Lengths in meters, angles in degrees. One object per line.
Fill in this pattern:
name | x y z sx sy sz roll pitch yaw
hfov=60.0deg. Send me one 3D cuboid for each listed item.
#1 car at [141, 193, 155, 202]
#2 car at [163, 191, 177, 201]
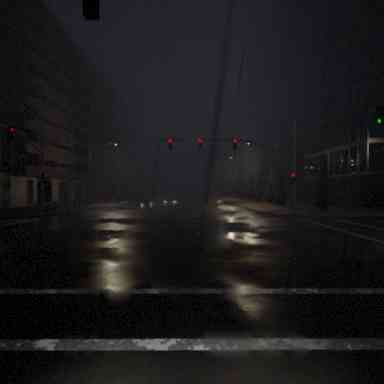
car | -7.327 0.833 55.230 1.812 1.442 4.674 0 1 1
car | -3.785 0.627 57.800 2.097 1.767 4.553 0 1 1
